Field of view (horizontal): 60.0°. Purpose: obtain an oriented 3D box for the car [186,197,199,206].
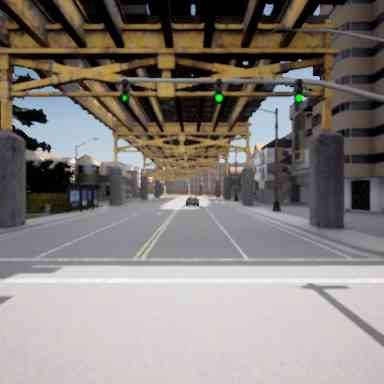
[{"bbox_3d":[0.073,1.350,48.308,1.994,1.385,4.181,0,0,0],"label":"car"}]
